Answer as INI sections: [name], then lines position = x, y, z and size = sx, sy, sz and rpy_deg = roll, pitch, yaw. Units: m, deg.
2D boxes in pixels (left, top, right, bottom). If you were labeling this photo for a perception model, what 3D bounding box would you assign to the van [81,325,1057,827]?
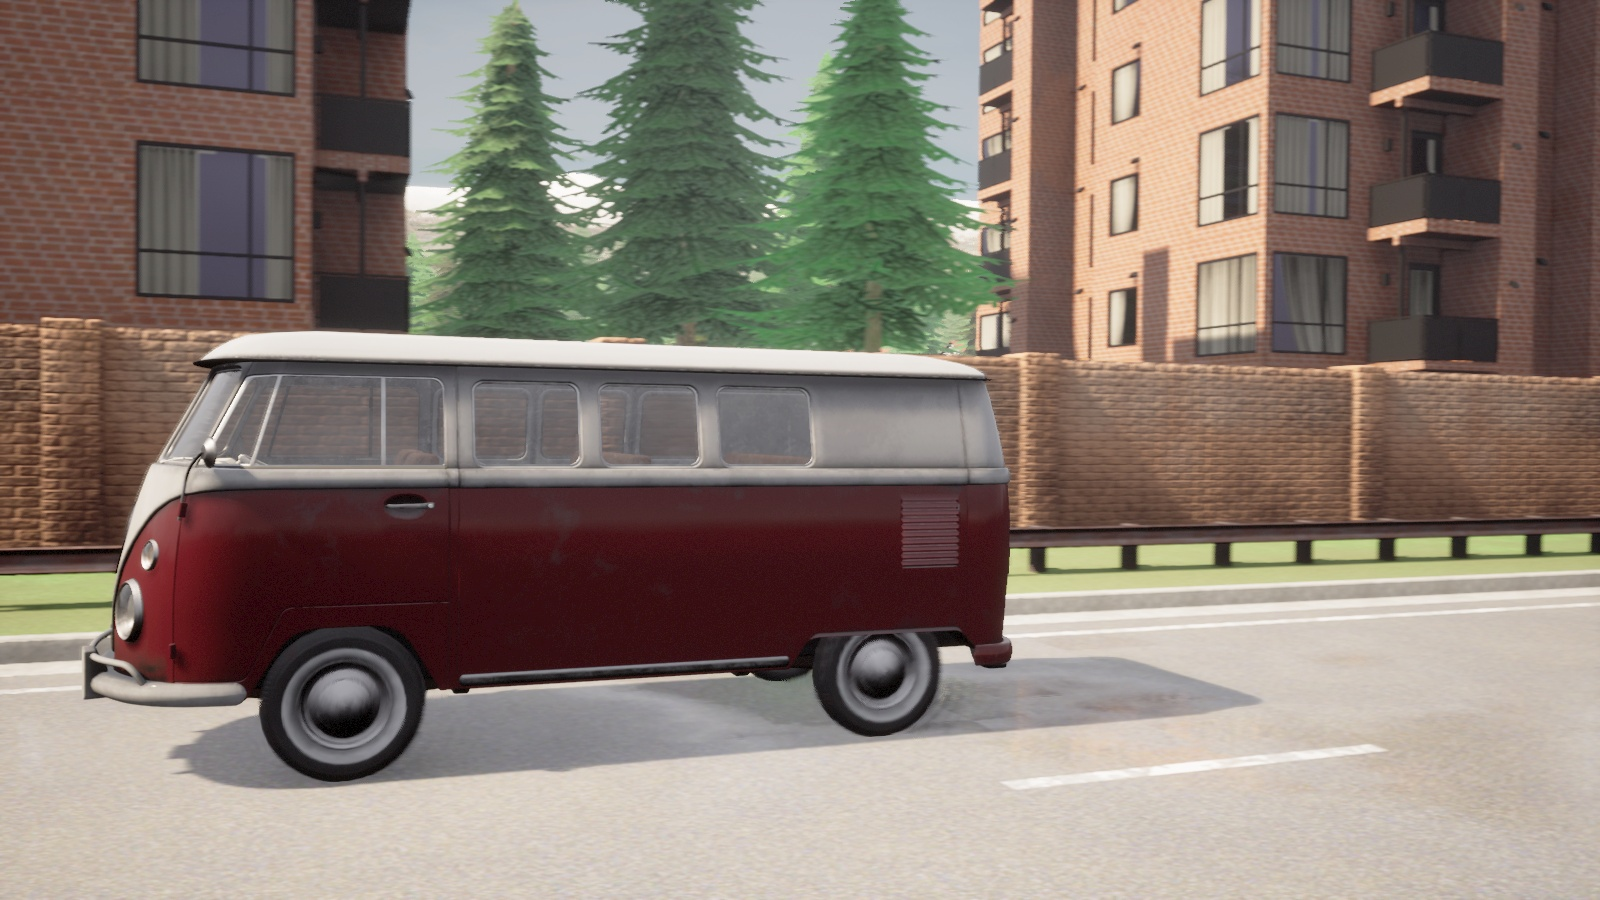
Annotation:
[van]
position = -1.059, 0.455, 6.578
size = 4.442, 1.987, 1.775
rpy_deg = -1, 1, -21
